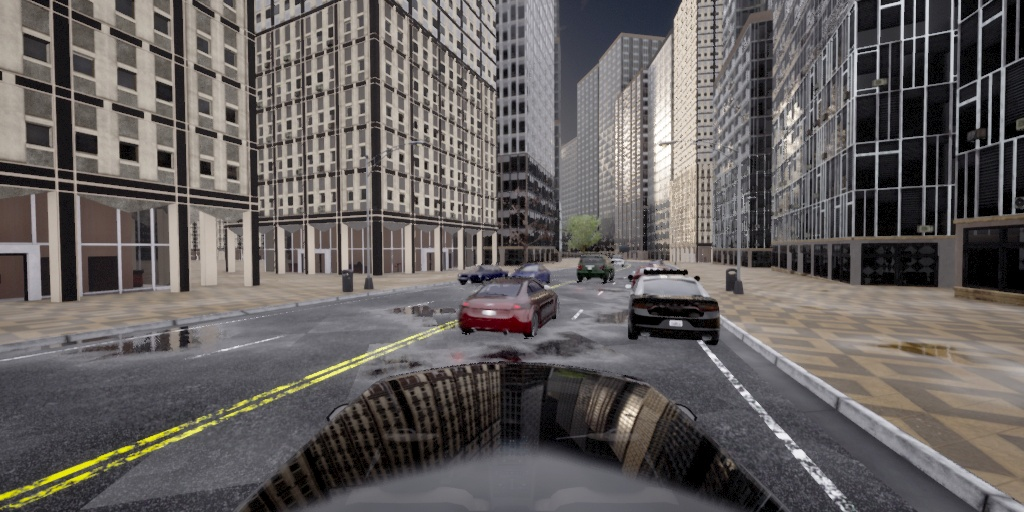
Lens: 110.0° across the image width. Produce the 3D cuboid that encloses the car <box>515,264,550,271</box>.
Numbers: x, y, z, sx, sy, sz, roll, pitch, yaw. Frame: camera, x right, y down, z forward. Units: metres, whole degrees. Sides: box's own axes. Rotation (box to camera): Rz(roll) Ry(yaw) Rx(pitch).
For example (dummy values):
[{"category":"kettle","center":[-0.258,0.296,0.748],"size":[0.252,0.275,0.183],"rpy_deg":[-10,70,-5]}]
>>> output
[{"category":"car","center":[1.311,1.255,23.911],"size":[1.812,1.442,4.674],"rpy_deg":[0,0,21]}]

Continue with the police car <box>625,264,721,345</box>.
[{"category":"police car","center":[4.163,1.172,9.780],"size":[1.930,1.638,5.238],"rpy_deg":[0,0,18]}]

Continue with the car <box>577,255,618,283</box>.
[{"category":"car","center":[6.532,0.952,27.690],"size":[2.150,2.045,5.566],"rpy_deg":[0,0,23]}]

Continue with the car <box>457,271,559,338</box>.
[{"category":"car","center":[0.090,1.309,10.353],"size":[1.994,1.385,4.181],"rpy_deg":[0,0,18]}]

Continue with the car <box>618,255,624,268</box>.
[{"category":"car","center":[17.979,0.910,61.449],"size":[2.150,2.045,5.566],"rpy_deg":[0,0,22]}]

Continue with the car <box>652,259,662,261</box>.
[{"category":"car","center":[18.285,1.269,45.653],"size":[2.033,1.411,5.357],"rpy_deg":[0,0,26]}]

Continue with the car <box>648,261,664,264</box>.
[{"category":"car","center":[7.394,1.221,18.865],"size":[1.882,1.535,5.008],"rpy_deg":[0,0,21]}]

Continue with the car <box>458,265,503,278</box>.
[{"category":"car","center":[-1.901,1.326,24.691],"size":[1.895,1.301,4.718],"rpy_deg":[0,0,21]}]
